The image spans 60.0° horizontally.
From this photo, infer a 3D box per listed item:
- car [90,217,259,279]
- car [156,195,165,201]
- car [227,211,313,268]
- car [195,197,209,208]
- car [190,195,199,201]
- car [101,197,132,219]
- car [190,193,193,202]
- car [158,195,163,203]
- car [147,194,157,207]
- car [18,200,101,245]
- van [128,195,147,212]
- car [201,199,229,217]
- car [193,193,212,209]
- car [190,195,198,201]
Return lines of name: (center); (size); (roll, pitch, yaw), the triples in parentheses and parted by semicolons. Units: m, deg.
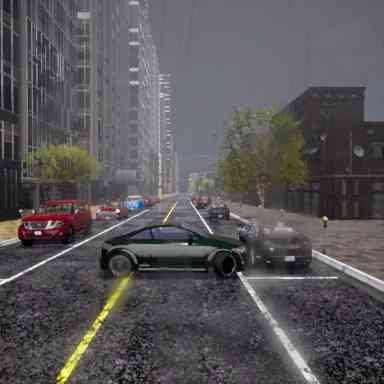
car: (-0.455, 1.556, 9.491); (4.181, 1.385, 1.994); (0, 0, -1)
car: (-7.750, 1.496, 82.645); (1.752, 1.417, 4.829); (-1, 0, -1)
car: (2.564, 1.547, 11.092); (2.008, 1.369, 4.403); (-1, 0, -1)
car: (1.455, 1.508, 49.988); (1.752, 1.417, 4.829); (-1, 0, -1)
car: (0.624, 1.536, 83.014); (1.947, 1.339, 4.313); (-1, 0, -1)
car: (-6.356, 1.432, 26.757); (1.967, 1.590, 4.097); (-1, 0, -1)
car: (0.899, 1.290, 71.949); (2.192, 1.841, 5.009); (-1, 0, -1)
car: (-7.336, 1.521, 66.216); (1.887, 1.381, 4.507); (-1, 0, -1)
car: (-6.922, 1.298, 49.617); (2.192, 1.841, 5.009); (-1, 0, -1)
car: (-6.170, 1.310, 15.689); (2.192, 1.841, 5.009); (-1, 0, -1)
van: (-6.643, 1.328, 38.551); (1.690, 1.788, 3.998); (-1, 0, -1)
car: (2.047, 1.542, 26.952); (2.008, 1.369, 4.403); (-1, 0, -1)
car: (1.595, 1.300, 44.285); (2.192, 1.841, 5.009); (-1, 0, -1)
car: (0.485, 1.550, 88.547); (1.802, 1.307, 4.206); (-1, 0, -1)
